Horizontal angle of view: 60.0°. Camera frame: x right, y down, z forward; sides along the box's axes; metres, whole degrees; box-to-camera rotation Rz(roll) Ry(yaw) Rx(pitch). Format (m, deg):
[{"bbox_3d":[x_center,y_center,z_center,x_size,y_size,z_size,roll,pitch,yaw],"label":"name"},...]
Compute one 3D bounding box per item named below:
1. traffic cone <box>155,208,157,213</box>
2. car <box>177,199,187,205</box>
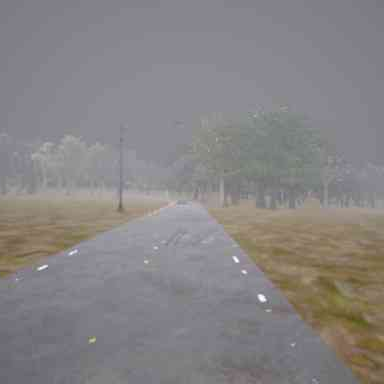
[{"bbox_3d":[-4.222,2.189,38.539,0.340,0.580,0.340,0,-1,0],"label":"traffic cone"},{"bbox_3d":[-2.019,2.074,69.384,1.994,1.385,4.181,0,-1,0],"label":"car"}]
